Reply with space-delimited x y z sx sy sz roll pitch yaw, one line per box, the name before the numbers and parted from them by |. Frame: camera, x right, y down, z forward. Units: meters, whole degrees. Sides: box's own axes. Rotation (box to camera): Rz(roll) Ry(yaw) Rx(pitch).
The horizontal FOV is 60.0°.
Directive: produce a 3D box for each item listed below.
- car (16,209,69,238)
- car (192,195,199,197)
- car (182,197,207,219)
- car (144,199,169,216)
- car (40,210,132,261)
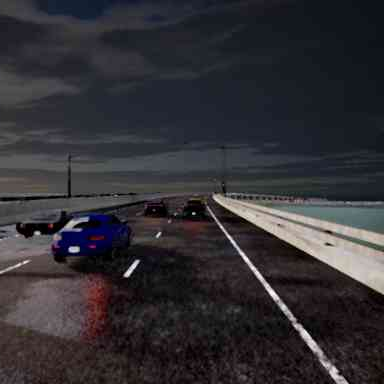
car | -6.844 1.529 16.980 1.895 1.301 4.718 0 0 0
car | 0.563 1.234 54.094 1.801 1.575 5.366 0 0 1
car | 0.185 1.396 27.792 1.837 1.490 4.892 0 0 1
car | -3.220 1.364 30.909 2.128 1.511 4.902 0 0 1
car | -3.382 1.475 11.860 1.812 1.442 4.674 0 0 0
